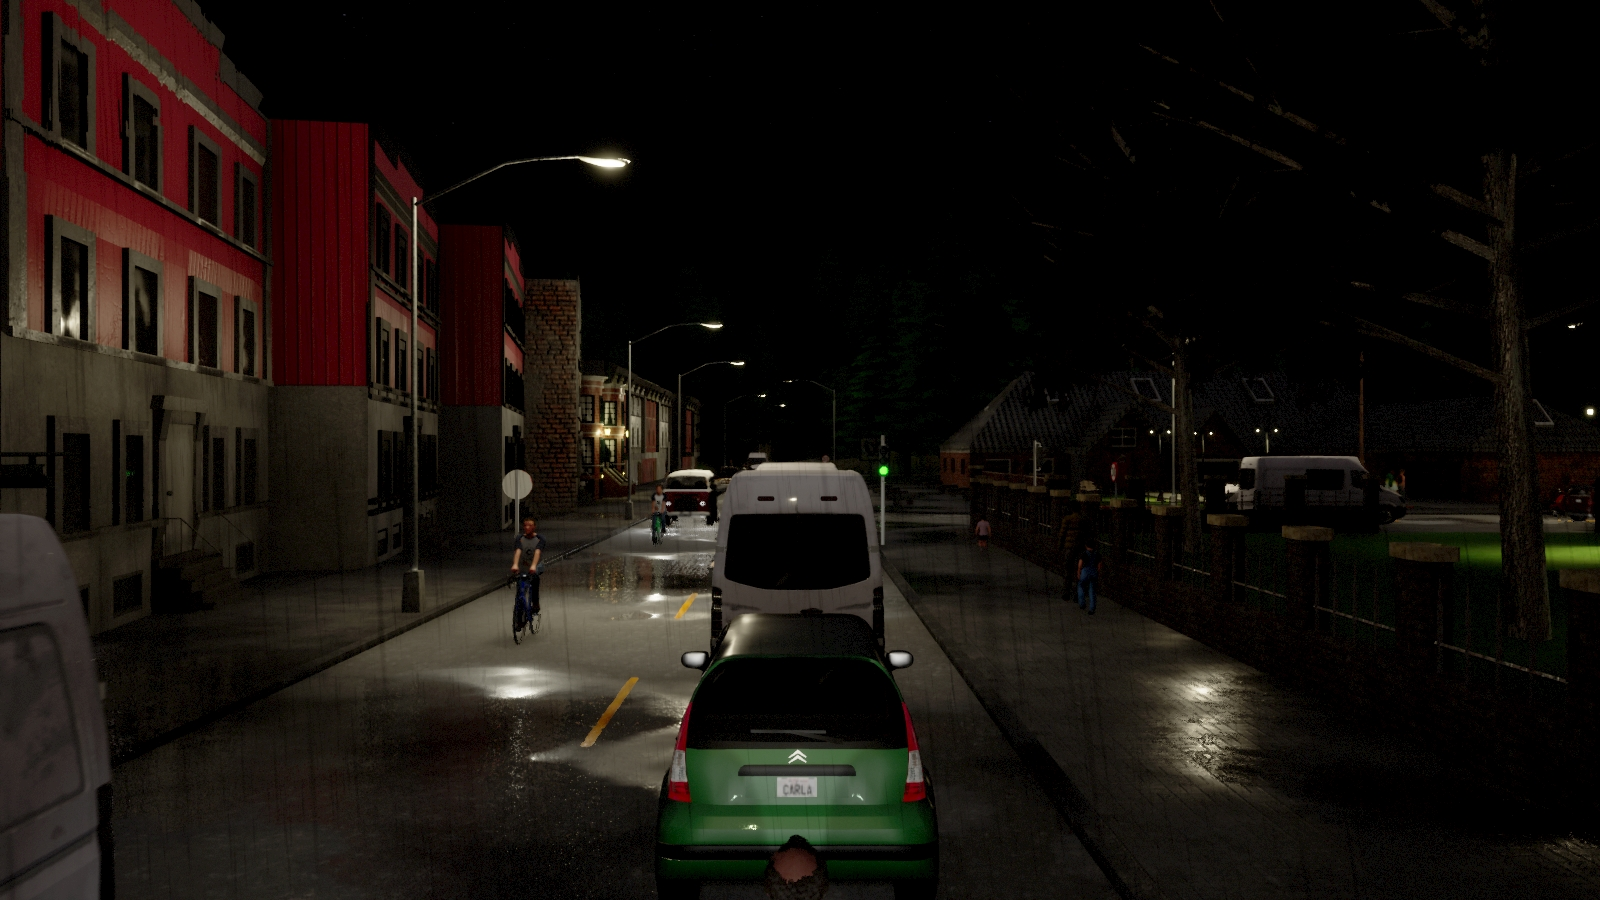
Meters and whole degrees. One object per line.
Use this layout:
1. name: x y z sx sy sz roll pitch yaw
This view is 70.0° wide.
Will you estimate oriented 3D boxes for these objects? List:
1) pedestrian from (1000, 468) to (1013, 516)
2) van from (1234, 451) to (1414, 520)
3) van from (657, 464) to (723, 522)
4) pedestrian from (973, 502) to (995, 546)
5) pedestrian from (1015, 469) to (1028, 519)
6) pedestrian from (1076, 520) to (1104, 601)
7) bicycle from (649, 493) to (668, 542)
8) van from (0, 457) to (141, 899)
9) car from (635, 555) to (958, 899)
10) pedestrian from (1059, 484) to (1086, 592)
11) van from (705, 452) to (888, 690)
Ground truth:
1. pedestrian: 8.007 1.629 44.295 0.375 1.860 0.375 0 0 -5
2. van: 19.894 1.315 43.540 5.915 2.561 1.988 0 0 1
3. van: -4.099 1.564 43.128 2.069 2.038 4.480 0 0 0
4. pedestrian: 4.741 1.904 29.485 0.500 1.100 0.500 0 0 0
5. pedestrian: 8.277 1.629 42.717 0.375 1.860 0.375 0 0 -2
6. pedestrian: 4.767 1.805 18.803 0.375 1.300 0.375 0 0 0
7. bicycle: -4.077 1.936 32.970 0.373 1.296 1.643 0 0 0
8. van: -4.018 1.314 2.298 1.988 2.561 5.915 0 0 0
9. car: -0.023 1.779 8.527 1.851 1.617 3.988 0 0 0
10. pedestrian: 4.761 1.525 19.968 0.375 1.860 0.375 0 0 1
11. van: -0.048 1.314 15.320 1.988 2.561 5.915 0 0 0
